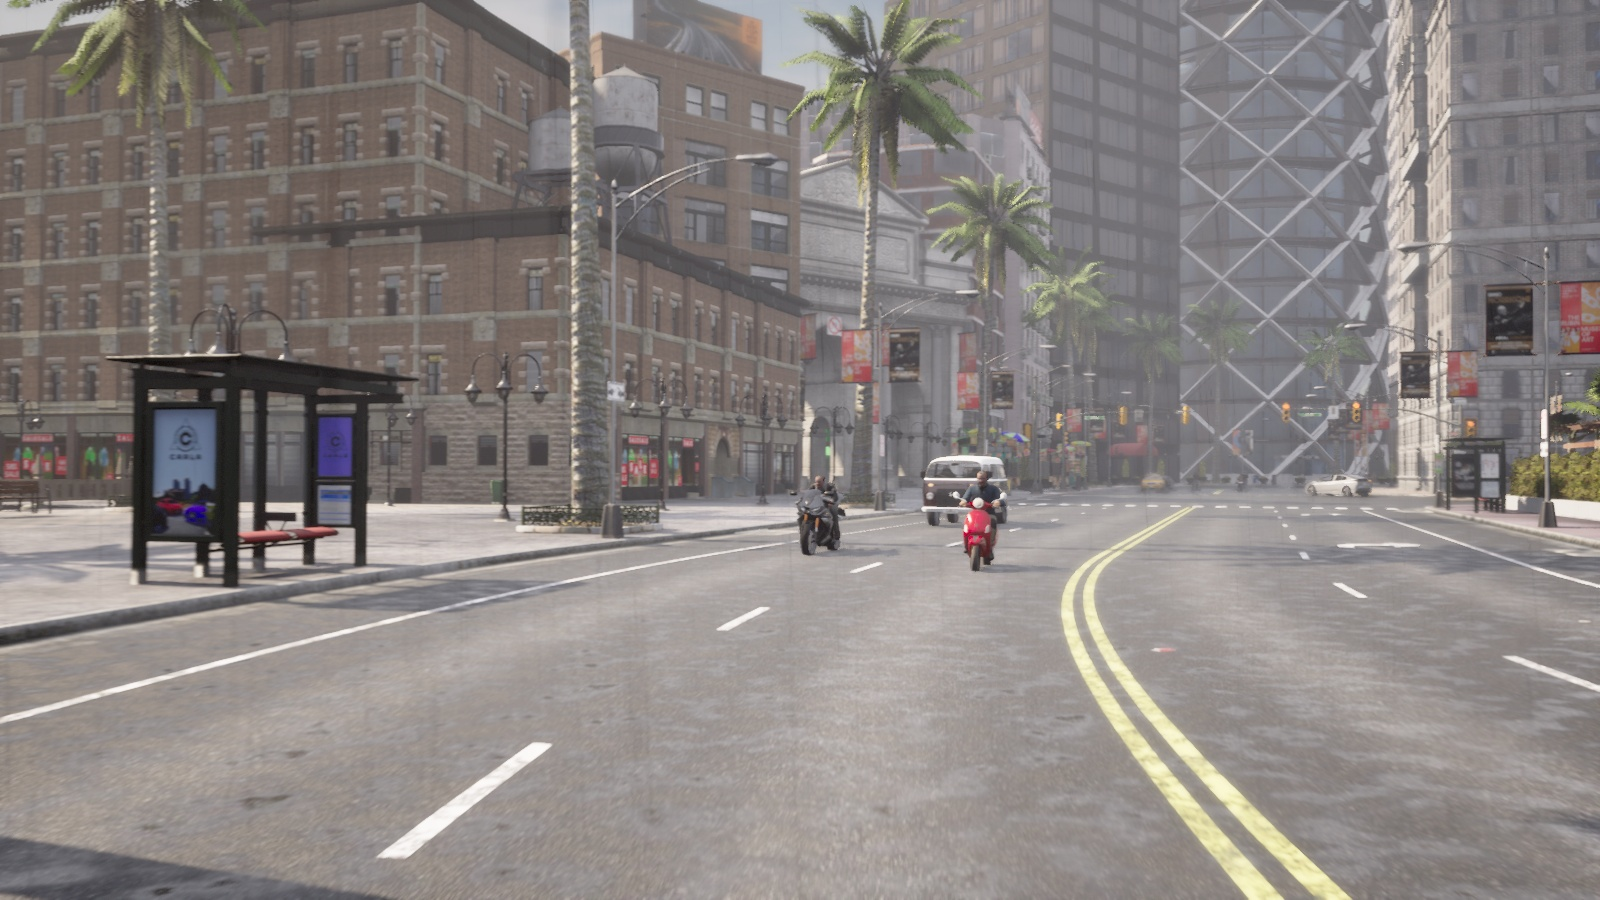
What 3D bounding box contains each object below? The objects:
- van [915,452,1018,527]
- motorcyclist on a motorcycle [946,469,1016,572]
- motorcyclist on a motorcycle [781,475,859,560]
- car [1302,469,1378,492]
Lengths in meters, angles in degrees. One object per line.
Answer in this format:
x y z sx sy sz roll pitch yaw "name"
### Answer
4.941 1.140 36.743 2.069 2.038 4.480 -1 -1 20 "van"
2.948 1.098 20.298 0.866 1.590 1.817 0 -1 16 "motorcyclist on a motorcycle"
0.416 1.250 23.974 0.866 1.530 2.191 0 -1 18 "motorcyclist on a motorcycle"
36.558 2.063 85.148 2.007 1.525 4.514 0 -1 -26 "car"
